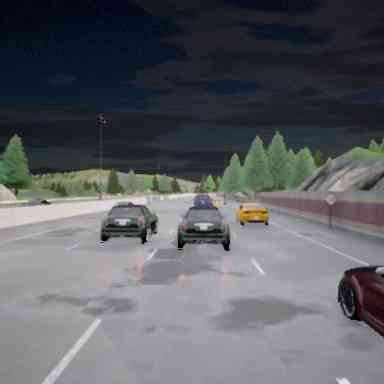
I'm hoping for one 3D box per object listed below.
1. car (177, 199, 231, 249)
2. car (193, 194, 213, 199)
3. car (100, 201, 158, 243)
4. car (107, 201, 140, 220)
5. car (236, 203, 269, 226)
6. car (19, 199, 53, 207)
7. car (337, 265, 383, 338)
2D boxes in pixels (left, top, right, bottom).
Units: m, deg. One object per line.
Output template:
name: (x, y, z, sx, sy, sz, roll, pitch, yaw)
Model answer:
car: (0.512, 1.383, 14.812, 2.097, 1.767, 4.553, 0, 0, 2)
car: (1.276, 1.302, 39.130, 2.150, 2.045, 5.566, 0, 0, 2)
car: (-2.938, 1.372, 16.508, 2.097, 1.767, 4.553, 0, 0, 2)
car: (-6.024, 1.559, 29.842, 1.812, 1.442, 4.674, 0, 0, 2)
car: (4.307, 1.542, 24.356, 1.882, 1.535, 5.008, 0, 0, 2)
car: (-16.462, 1.521, 35.189, 1.837, 1.490, 4.892, 0, 0, 2)
car: (3.741, 1.589, 4.679, 1.994, 1.385, 4.181, 0, 0, 1)
